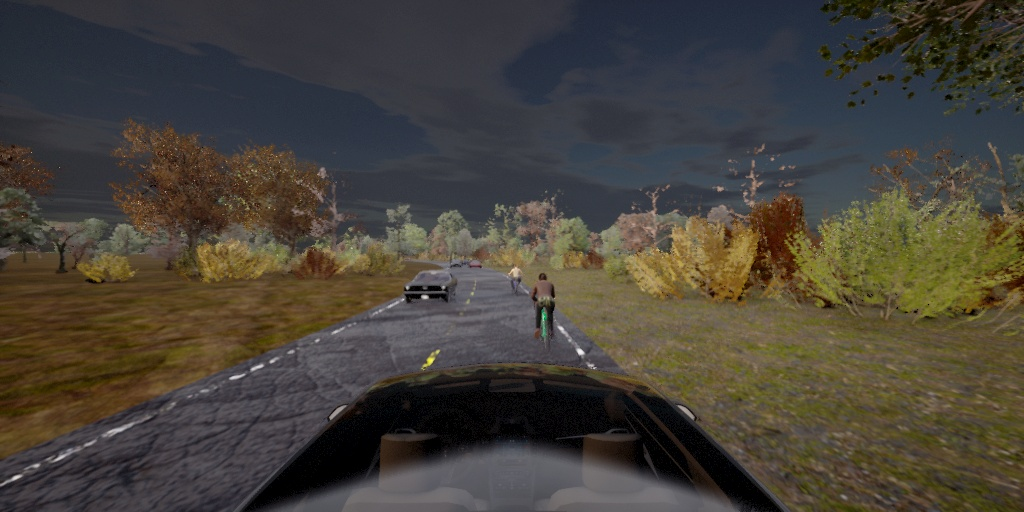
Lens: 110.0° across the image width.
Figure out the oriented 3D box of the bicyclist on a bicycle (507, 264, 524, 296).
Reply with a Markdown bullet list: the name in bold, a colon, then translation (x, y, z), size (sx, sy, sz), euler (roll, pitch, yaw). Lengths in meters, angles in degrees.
- **bicyclist on a bicycle**: translation (0.198, 1.182, 18.248), size (0.866, 1.612, 1.509), euler (0, 0, -3)

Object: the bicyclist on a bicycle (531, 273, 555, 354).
- **bicyclist on a bicycle**: translation (0.695, 1.201, 7.809), size (0.582, 1.620, 1.656), euler (0, 0, -2)

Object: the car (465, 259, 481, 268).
- **car**: translation (-6.315, 1.298, 60.422), size (1.994, 1.385, 4.181), euler (0, 0, -12)

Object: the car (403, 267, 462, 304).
- **car**: translation (-3.604, 1.348, 16.575), size (1.895, 1.301, 4.718), euler (0, 0, -3)

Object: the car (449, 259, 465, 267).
- **car**: translation (-9.220, 1.241, 58.943), size (1.837, 1.490, 4.892), euler (0, 0, -12)
